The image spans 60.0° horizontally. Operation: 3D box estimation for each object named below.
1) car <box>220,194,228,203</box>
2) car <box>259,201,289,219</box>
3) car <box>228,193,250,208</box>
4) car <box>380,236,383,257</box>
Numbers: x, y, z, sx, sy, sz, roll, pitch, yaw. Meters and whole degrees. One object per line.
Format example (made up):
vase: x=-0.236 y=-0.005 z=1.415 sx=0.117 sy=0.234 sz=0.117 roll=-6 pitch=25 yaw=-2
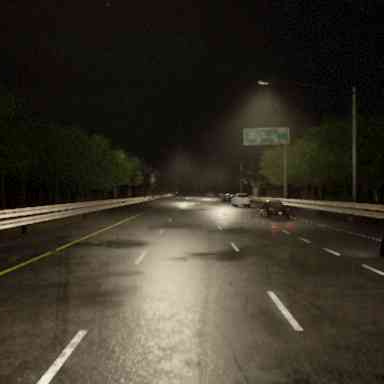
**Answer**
car: x=7.152 y=1.300 z=69.822 sx=2.097 sy=1.767 sz=4.553 roll=0 pitch=0 yaw=0
car: x=7.027 y=1.523 z=28.759 sx=1.812 sy=1.442 sz=4.674 roll=0 pitch=0 yaw=0
car: x=7.086 y=1.208 z=48.786 sx=2.150 sy=2.045 sz=5.566 roll=0 pitch=0 yaw=0
car: x=6.997 y=1.506 z=8.830 sx=1.837 sy=1.490 sz=4.892 roll=0 pitch=0 yaw=0
